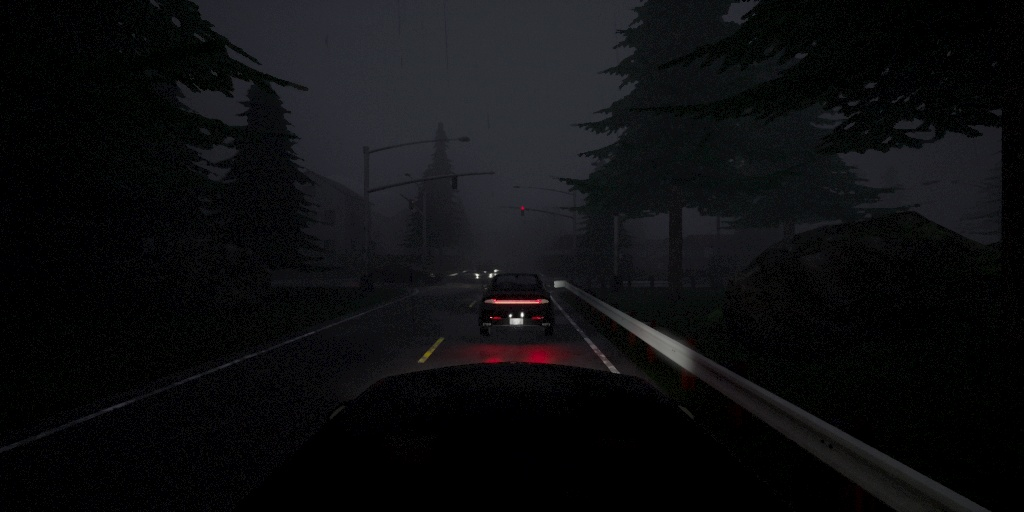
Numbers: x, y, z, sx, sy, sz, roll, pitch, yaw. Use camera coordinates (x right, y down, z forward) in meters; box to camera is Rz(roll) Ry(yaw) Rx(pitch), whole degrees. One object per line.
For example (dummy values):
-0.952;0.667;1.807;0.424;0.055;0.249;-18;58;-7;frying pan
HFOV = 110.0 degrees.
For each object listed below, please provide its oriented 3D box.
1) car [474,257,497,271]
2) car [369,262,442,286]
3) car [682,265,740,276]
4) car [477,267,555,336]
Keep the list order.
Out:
-3.224;1.227;44.079;1.882;1.535;5.008;0;0;1;car
-7.263;1.214;24.629;5.008;1.535;1.882;0;0;11;car
15.549;1.336;28.461;4.718;1.301;1.895;0;0;1;car
0.134;1.242;10.395;2.128;1.511;4.902;0;0;1;car
